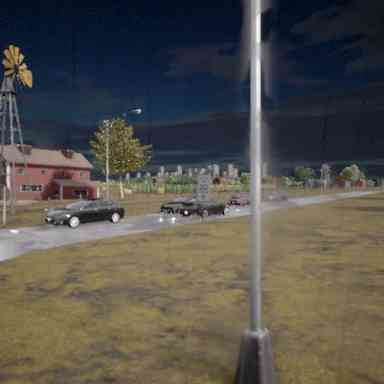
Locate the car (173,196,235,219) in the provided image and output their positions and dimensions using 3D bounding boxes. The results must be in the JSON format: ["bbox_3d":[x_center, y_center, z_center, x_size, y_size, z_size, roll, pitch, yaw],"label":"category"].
[{"bbox_3d":[1.028,1.098,24.892,1.837,1.490,4.892,1,2,36],"label":"car"}]

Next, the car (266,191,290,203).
[{"bbox_3d":[11.443,0.585,44.148,2.128,1.511,4.902,1,2,36],"label":"car"}]

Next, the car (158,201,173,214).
[{"bbox_3d":[-0.432,1.057,27.876,2.033,1.411,5.357,1,2,36],"label":"car"}]

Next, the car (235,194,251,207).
[{"bbox_3d":[5.432,0.870,35.937,1.994,1.385,4.181,1,2,36],"label":"car"}]

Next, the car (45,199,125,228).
[{"bbox_3d":[-6.254,1.210,19.917,1.837,1.490,4.892,1,2,37],"label":"car"}]
